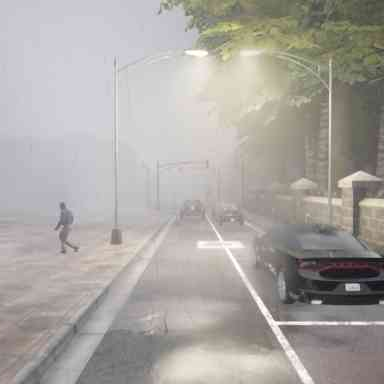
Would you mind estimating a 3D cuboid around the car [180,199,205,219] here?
[{"bbox_3d":[0.058,1.375,29.254,2.097,1.767,4.553,0,0,0],"label":"car"}]

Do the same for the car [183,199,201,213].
[{"bbox_3d":[-0.001,1.599,38.688,2.033,1.411,5.357,0,-1,0],"label":"car"}]

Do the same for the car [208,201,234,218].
[{"bbox_3d":[2.643,1.577,30.851,2.008,1.369,4.403,-1,0,0],"label":"car"}]

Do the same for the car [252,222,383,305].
[{"bbox_3d":[2.748,1.477,8.159,1.882,1.535,5.008,0,0,0],"label":"car"}]

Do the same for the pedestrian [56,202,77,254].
[{"bbox_3d":[-4.214,1.141,11.145,0.375,1.860,0.375,-1,1,0],"label":"pedestrian"}]

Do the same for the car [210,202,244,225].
[{"bbox_3d":[2.617,1.565,23.716,2.008,1.369,4.403,-1,0,0],"label":"car"}]
